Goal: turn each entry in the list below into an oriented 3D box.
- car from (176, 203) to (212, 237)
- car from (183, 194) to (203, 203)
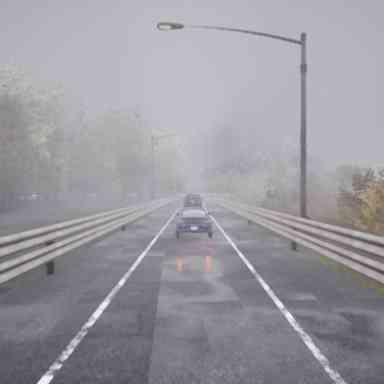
[{"bbox_3d":[0.097,1.528,17.973,1.812,1.442,4.674,0,0,0],"label":"car"},{"bbox_3d":[0.101,1.219,38.588,2.150,2.045,5.566,0,0,0],"label":"car"}]
